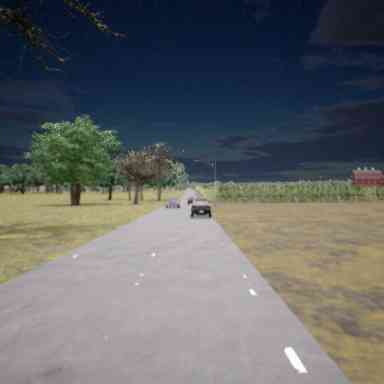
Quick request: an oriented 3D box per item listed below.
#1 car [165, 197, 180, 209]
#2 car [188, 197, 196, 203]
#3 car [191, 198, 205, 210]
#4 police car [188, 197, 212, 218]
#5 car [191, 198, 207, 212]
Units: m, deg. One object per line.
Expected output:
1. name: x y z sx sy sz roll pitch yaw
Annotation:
1. car: -2.828 1.535 49.558 2.097 1.767 4.553 0 0 0
2. car: -0.003 1.982 82.178 2.033 1.411 5.357 0 -1 0
3. car: 0.824 1.643 47.310 1.882 1.535 5.008 0 0 0
4. police car: 0.824 1.490 31.414 1.930 1.638 5.238 0 0 0
5. car: 0.824 1.577 41.497 1.801 1.575 5.366 0 0 0
